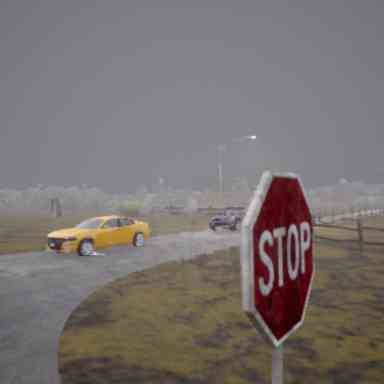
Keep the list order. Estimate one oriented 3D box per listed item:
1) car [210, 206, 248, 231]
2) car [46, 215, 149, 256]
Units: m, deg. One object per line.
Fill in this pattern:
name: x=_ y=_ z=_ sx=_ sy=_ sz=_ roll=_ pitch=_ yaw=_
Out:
car: x=3.303 y=1.907 z=24.992 sx=2.097 sy=1.767 sz=4.553 roll=-2 pitch=-2 yaw=37
car: x=-4.043 y=1.830 z=15.001 sx=1.882 sy=1.535 sz=5.008 roll=-2 pitch=-2 yaw=33
